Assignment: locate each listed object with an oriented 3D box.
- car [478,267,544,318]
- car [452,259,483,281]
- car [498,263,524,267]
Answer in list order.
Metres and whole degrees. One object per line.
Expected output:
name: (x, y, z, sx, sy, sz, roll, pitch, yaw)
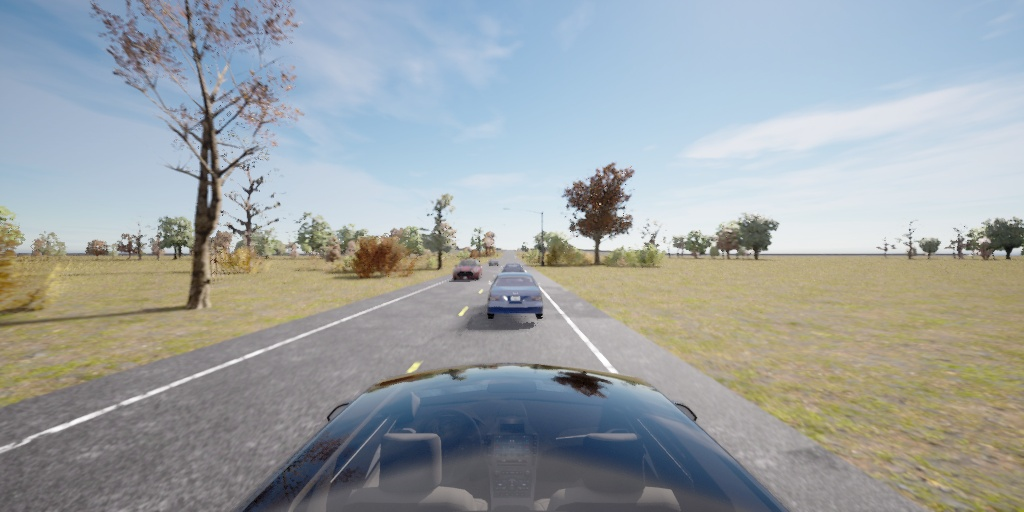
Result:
car: (0.100, 1.293, 13.013, 2.033, 1.411, 5.357, 0, 0, 0)
car: (-3.592, 1.089, 29.651, 2.097, 1.767, 4.553, 0, 0, 0)
car: (0.105, 1.300, 31.011, 1.994, 1.385, 4.181, 0, 0, 0)
